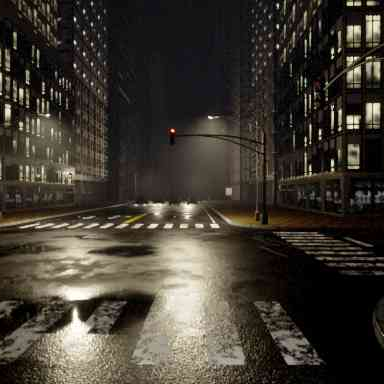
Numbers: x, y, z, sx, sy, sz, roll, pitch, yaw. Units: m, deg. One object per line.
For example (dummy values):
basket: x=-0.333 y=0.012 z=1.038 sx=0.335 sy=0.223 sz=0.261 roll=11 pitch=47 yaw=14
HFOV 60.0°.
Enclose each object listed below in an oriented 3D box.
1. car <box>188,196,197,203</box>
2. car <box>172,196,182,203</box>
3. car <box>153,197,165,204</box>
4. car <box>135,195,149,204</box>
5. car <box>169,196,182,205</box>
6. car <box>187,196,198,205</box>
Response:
car: x=0.100 y=1.583 z=70.627 sx=1.895 sy=1.301 sz=4.718 roll=0 pitch=0 yaw=0
car: x=-3.151 y=1.523 z=70.185 sx=1.994 sy=1.385 sz=4.181 roll=0 pitch=0 yaw=0
car: x=-6.410 y=1.680 z=64.356 sx=1.994 sy=1.385 sz=4.181 roll=0 pitch=0 yaw=0
car: x=-9.660 y=1.468 z=64.391 sx=2.097 sy=1.767 sz=4.553 roll=0 pitch=0 yaw=0
car: x=-3.166 y=1.647 z=59.766 sx=2.033 sy=1.411 sz=5.357 roll=0 pitch=0 yaw=0
car: x=0.085 y=1.648 z=60.179 sx=2.033 sy=1.411 sz=5.357 roll=0 pitch=0 yaw=0
